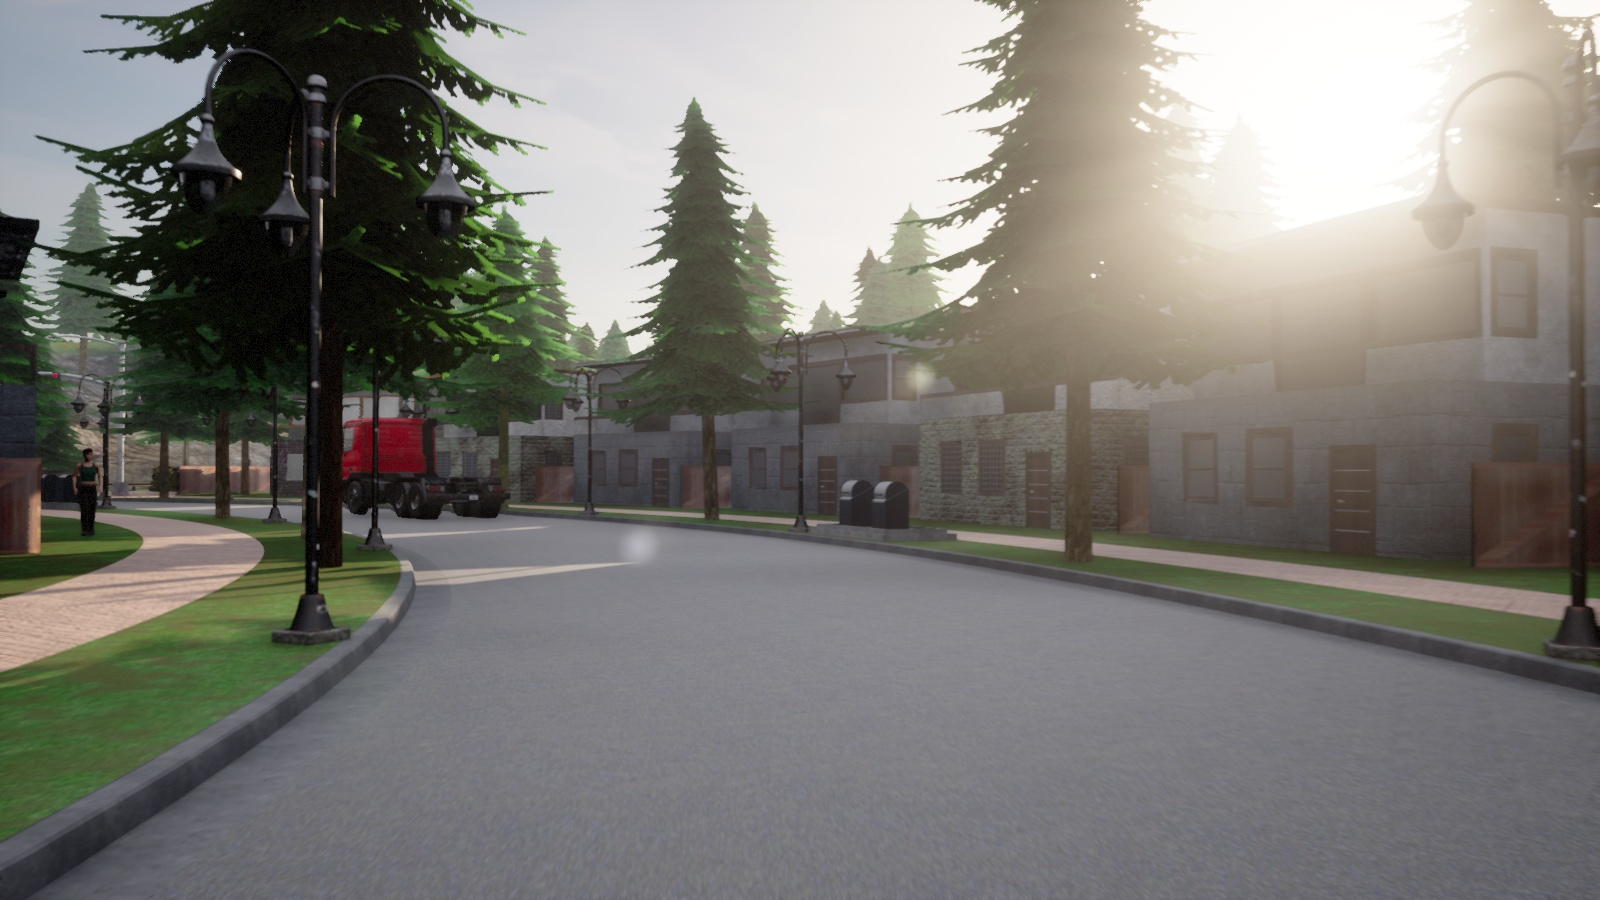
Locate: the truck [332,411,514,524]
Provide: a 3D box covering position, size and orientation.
[{"bbox_3d":[-12.887,0.601,42.440,2.891,3.462,7.936,1,-1,-41],"label":"truck"}]

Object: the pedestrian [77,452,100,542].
[{"bbox_3d":[-14.727,0.957,25.991,0.345,1.836,0.594,0,-1,-34],"label":"pedestrian"}]
